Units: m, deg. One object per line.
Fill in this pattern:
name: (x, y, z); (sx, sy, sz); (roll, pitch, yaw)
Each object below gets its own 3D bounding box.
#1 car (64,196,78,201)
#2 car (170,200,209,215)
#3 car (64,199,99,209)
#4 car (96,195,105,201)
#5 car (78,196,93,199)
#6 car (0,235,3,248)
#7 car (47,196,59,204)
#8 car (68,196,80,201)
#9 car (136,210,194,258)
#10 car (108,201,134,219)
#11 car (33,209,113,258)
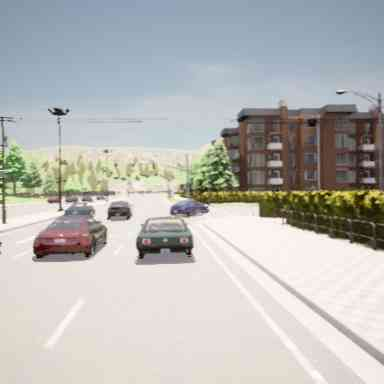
car: (-26.615, 1.776, 73.172); (1.994, 1.385, 4.181); (-1, 0, -5)
car: (-0.201, 1.450, 30.065); (1.812, 1.442, 4.674); (-2, 0, 30)
car: (-9.770, 1.639, 29.217); (1.994, 1.385, 4.181); (-1, 0, -6)
car: (-24.650, 1.611, 89.835); (1.812, 1.442, 4.674); (-1, 0, -5)
car: (-23.128, 1.668, 73.460); (1.837, 1.490, 4.892); (-1, 0, -5)
car: (-7.821, 1.643, 9.993); (2.033, 1.411, 5.357); (-1, 0, -5)
car: (-30.087, 1.756, 72.703); (1.882, 1.535, 5.008); (-1, 0, -5)
car: (-31.616, 1.723, 89.148); (1.812, 1.442, 4.674); (-1, 0, -5)
car: (-1.033, 1.583, 12.765); (1.895, 1.301, 4.718); (-1, 0, -5)
car: (-6.229, 1.527, 29.044); (1.837, 1.490, 4.892); (-1, 1, -6)
car: (-4.574, 1.600, 13.081); (1.994, 1.385, 4.181); (-1, 0, -5)
